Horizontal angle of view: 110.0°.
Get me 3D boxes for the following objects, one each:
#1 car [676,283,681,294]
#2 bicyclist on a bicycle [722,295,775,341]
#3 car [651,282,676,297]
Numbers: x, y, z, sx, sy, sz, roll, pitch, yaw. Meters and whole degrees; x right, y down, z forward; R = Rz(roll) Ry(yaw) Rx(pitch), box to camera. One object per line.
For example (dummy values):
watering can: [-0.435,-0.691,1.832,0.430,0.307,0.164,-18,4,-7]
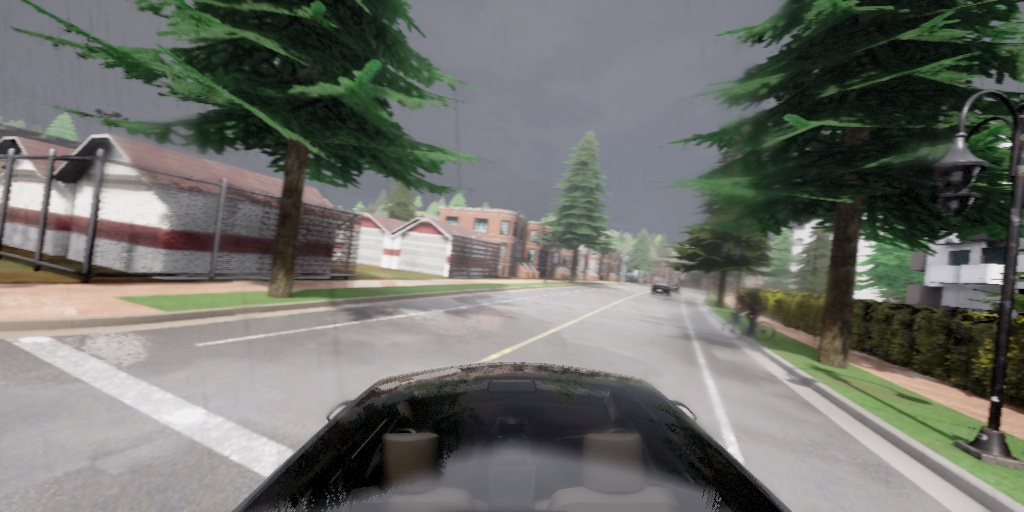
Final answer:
car: [22.889,4.541,51.217,2.128,1.511,4.902,7,-1,31]
bicyclist on a bicycle: [8.449,2.238,12.900,1.656,1.620,0.582,-3,-4,22]
car: [17.105,3.713,40.852,1.882,1.535,5.008,7,-1,28]
